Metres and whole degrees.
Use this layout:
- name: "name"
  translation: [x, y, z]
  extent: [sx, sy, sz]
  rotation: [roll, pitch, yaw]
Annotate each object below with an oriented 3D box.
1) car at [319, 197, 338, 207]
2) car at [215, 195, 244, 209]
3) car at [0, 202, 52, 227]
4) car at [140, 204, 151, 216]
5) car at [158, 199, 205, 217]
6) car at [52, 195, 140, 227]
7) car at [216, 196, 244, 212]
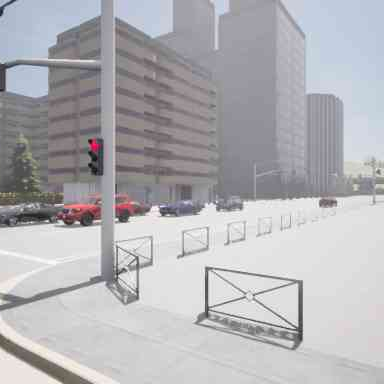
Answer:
- name: "car"
  translation: [20.802, 1.478, 50.701]
  extent: [1.882, 1.535, 5.008]
  rotation: [0, 0, 35]
- name: "car"
  translation: [5.314, 1.352, 46.984]
  extent: [2.097, 1.767, 4.553]
  rotation: [0, 0, 35]
- name: "car"
  translation: [-11.281, 1.492, 22.970]
  extent: [2.128, 1.511, 4.902]
  rotation: [0, 0, 35]
- name: "car"
  translation: [-6.022, 1.601, 30.602]
  extent: [1.895, 1.301, 4.718]
  rotation: [0, 0, 35]
- name: "car"
  translation: [-1.075, 1.601, 31.614]
  extent: [1.895, 1.301, 4.718]
  rotation: [0, 0, 35]
- name: "car"
  translation: [-6.618, 1.221, 23.569]
  extent: [2.150, 2.045, 5.566]
  rotation: [0, 0, 35]
- name: "car"
  translation: [4.609, 1.526, 39.837]
  extent: [1.812, 1.442, 4.674]
  rotation: [0, 0, 35]
